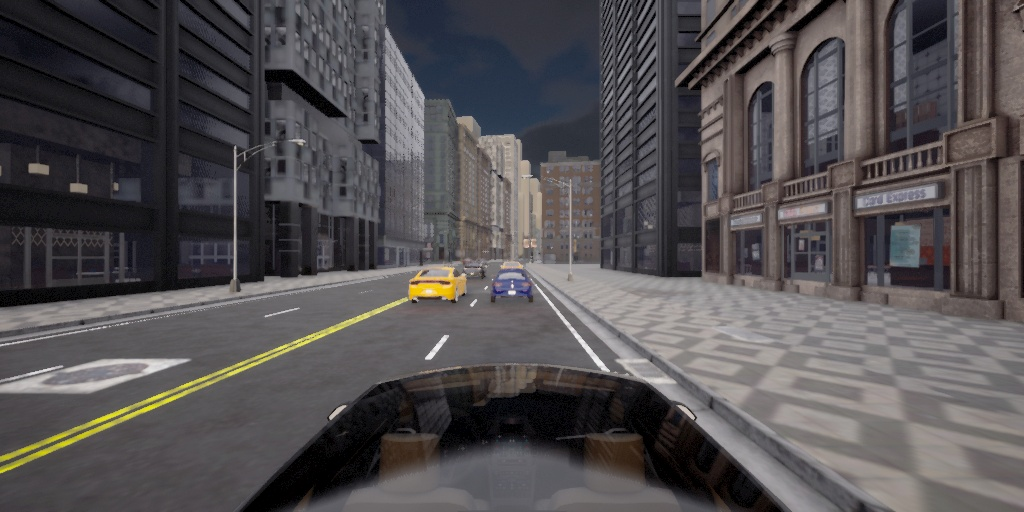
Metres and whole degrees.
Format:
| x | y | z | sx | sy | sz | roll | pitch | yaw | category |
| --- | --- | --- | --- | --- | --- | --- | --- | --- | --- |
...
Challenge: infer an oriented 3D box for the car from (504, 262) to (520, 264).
| x | y | z | sx | sy | sz | roll | pitch | yaw | category |
| --- | --- | --- | --- | --- | --- | --- | --- | --- | --- |
| 0.000 | 1.233 | 31.500 | 1.882 | 1.535 | 5.008 | 0 | 0 | 0 | car |

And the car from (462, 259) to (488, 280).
| x | y | z | sx | sy | sz | roll | pitch | yaw | category |
| --- | --- | --- | --- | --- | --- | --- | --- | --- | --- |
| -3.250 | 1.243 | 31.500 | 2.128 | 1.511 | 4.902 | 0 | 0 | 0 | car |

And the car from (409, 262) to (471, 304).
| x | y | z | sx | sy | sz | roll | pitch | yaw | category |
| --- | --- | --- | --- | --- | --- | --- | --- | --- | --- |
| -3.250 | 1.233 | 16.500 | 1.882 | 1.535 | 5.008 | 0 | 0 | 0 | car |

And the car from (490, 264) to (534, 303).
| x | y | z | sx | sy | sz | roll | pitch | yaw | category |
| --- | --- | --- | --- | --- | --- | --- | --- | --- | --- |
| 0.000 | 1.281 | 16.500 | 1.812 | 1.442 | 4.674 | 0 | 0 | 0 | car |
